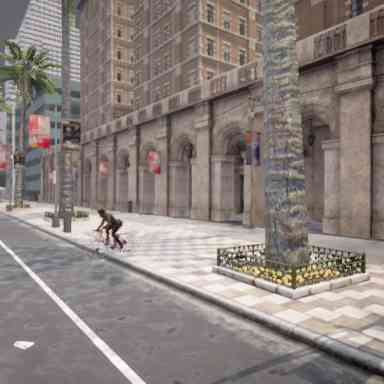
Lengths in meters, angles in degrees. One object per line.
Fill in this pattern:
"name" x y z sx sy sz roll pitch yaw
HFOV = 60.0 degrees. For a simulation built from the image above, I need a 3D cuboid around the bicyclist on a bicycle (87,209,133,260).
"bicyclist on a bicycle" -2.753 1.353 11.063 1.656 1.620 0.582 -10 6 -35
